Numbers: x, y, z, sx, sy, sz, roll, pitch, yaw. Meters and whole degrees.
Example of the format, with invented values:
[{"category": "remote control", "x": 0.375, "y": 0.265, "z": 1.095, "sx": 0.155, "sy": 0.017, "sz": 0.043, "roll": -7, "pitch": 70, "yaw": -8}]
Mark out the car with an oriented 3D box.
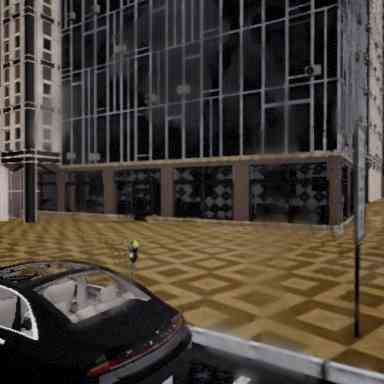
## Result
[{"category": "car", "x": -2.078, "y": 1.581, "z": 4.250, "sx": 4.403, "sy": 1.369, "sz": 2.008, "roll": -1, "pitch": 1, "yaw": 34}]
